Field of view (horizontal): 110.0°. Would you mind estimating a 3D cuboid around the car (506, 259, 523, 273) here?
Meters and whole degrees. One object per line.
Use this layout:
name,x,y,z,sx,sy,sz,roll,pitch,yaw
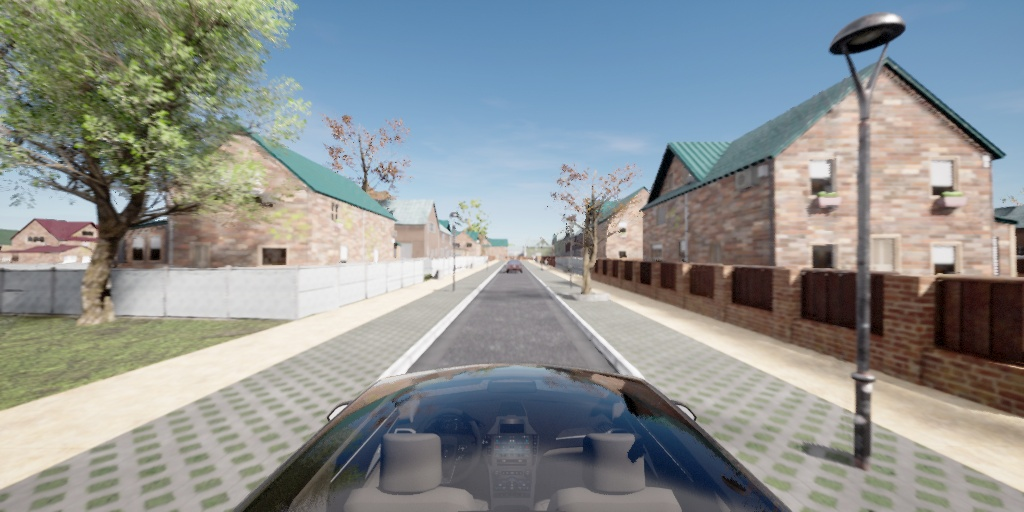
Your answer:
car,0.260,1.165,40.889,2.033,1.411,5.357,0,0,0
